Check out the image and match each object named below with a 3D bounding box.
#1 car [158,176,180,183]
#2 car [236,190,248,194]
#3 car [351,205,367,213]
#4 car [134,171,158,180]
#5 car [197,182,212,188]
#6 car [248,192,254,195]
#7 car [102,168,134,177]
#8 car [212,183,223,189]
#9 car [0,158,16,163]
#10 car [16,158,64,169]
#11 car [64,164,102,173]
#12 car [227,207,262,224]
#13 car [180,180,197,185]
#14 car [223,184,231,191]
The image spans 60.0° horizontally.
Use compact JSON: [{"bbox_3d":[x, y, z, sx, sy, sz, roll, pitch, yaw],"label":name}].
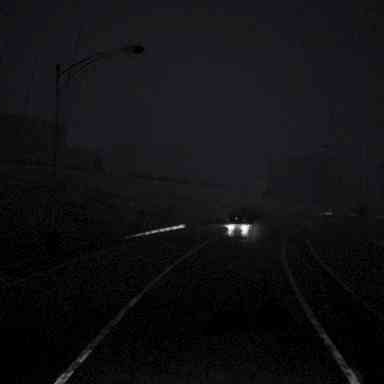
[{"bbox_3d":[-4.740,-1.846,56.540,2.163,1.488,4.792,-2,-4,34],"label":"car"},{"bbox_3d":[12.048,0.338,85.110,2.002,1.452,4.674,-2,-5,27],"label":"car"},{"bbox_3d":[30.951,3.182,61.618,1.882,1.535,5.008,-3,-4,41],"label":"car"},{"bbox_3d":[-7.987,-2.326,51.843,2.185,1.767,4.553,-2,-5,36],"label":"car"},{"bbox_3d":[1.192,-1.242,65.713,2.231,1.521,4.892,-2,-4,32],"label":"car"},{"bbox_3d":[14.498,0.784,90.062,2.002,1.452,4.674,-1,-5,26],"label":"car"},{"bbox_3d":[-11.226,-2.509,47.370,2.097,1.535,5.008,-3,-5,37],"label":"car"},{"bbox_3d":[4.089,-1.017,70.544,2.185,1.767,4.553,-2,-5,31],"label":"car"},{"bbox_3d":[-21.520,-3.385,34.359,2.231,1.521,4.892,-3,-4,39],"label":"car"},{"bbox_3d":[-18.015,-3.111,38.614,2.231,1.521,4.892,-3,-5,39],"label":"car"},{"bbox_3d":[-14.574,-2.775,42.953,2.002,1.452,4.674,-3,-5,38],"label":"car"},{"bbox_3d":[4.617,2.031,28.995,1.994,1.385,4.181,-2,-2,30],"label":"car"},{"bbox_3d":[-1.698,-1.520,61.134,2.002,1.452,4.674,-2,-4,33],"label":"car"},{"bbox_3d":[6.885,-0.768,75.403,2.435,2.045,5.566,-2,-5,30],"label":"car"}]
